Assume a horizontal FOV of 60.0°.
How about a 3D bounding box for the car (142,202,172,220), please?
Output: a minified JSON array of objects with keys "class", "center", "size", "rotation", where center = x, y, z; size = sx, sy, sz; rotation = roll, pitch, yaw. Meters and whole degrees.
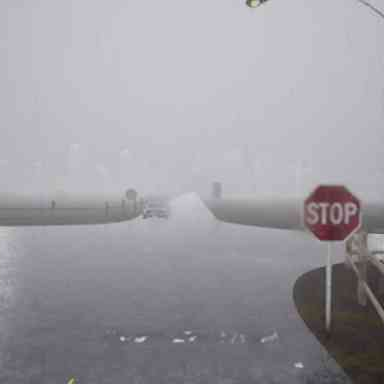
[{"class":"car","center":[-2.686,1.450,26.235],"size":[1.895,1.301,4.718],"rotation":[0,1,0]}]
